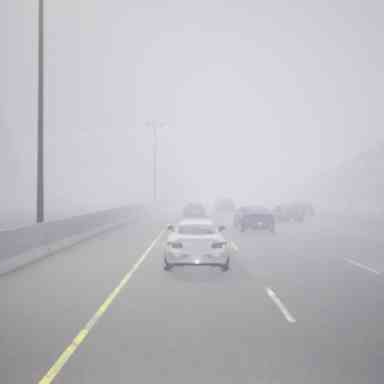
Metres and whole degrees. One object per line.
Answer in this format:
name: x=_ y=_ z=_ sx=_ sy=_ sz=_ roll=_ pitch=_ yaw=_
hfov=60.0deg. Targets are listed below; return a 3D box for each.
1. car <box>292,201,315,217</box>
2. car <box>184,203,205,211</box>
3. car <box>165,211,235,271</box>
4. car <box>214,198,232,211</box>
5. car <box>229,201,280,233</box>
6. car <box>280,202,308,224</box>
car: x=10.739 y=1.642 z=33.393 sx=1.837 sy=1.490 sz=4.892 roll=0 pitch=0 yaw=0
car: x=0.227 y=1.662 z=30.583 sx=1.994 sy=1.385 sz=4.181 roll=0 pitch=0 yaw=0
car: x=0.142 y=1.561 z=10.951 sx=1.812 sy=1.442 sz=4.674 roll=0 pitch=0 yaw=0
car: x=3.762 y=1.485 z=38.596 sx=2.097 sy=1.767 sz=4.553 roll=0 pitch=0 yaw=0
car: x=3.681 y=1.553 z=20.364 sx=1.882 sy=1.535 sz=5.008 roll=0 pitch=0 yaw=0
car: x=7.208 y=1.705 z=26.170 sx=1.895 sy=1.301 sz=4.718 roll=0 pitch=0 yaw=0
